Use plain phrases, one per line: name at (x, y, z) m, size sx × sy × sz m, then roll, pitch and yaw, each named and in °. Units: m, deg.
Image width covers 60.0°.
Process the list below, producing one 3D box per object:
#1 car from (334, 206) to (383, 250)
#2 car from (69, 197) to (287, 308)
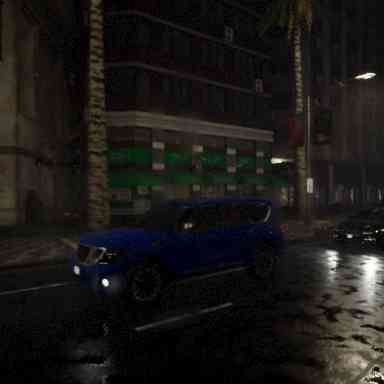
car at (7.881, 1.387, 13.821) m, size 4.892 × 1.490 × 1.837 m, roll -1°, pitch 0°, yaw -35°
car at (-0.047, 1.183, 8.243) m, size 5.566 × 2.045 × 2.150 m, roll -1°, pitch 0°, yaw -35°
